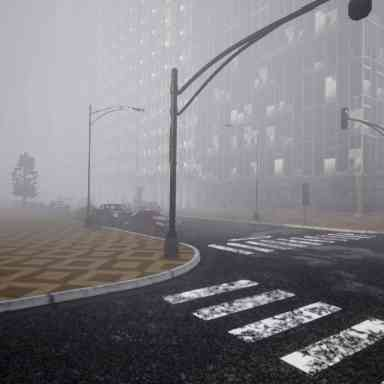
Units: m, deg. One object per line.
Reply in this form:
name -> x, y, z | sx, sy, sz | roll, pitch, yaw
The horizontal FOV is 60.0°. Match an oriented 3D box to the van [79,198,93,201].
van -> -18.154, 1.953, 56.792 | 1.690, 1.788, 3.998 | 1, -1, -35

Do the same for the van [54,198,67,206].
van -> -27.921, 2.117, 70.767 | 1.690, 1.788, 3.998 | 1, -1, -35

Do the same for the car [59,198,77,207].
car -> -24.666, 2.036, 66.109 | 2.192, 1.841, 5.009 | 1, -1, -35

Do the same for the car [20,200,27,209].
car -> -25.023, 2.029, 51.990 | 1.947, 1.339, 4.313 | 1, -1, -35

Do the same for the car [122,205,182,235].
car -> -2.232, 1.662, 19.382 | 1.802, 1.307, 4.206 | 1, -1, -35

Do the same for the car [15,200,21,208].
car -> -28.278, 2.062, 56.649 | 1.887, 1.381, 4.507 | 1, -1, -35

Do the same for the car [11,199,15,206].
car -> -31.535, 2.123, 61.307 | 2.008, 1.369, 4.403 | 1, -1, -35

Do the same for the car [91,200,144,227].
car -> -5.487, 1.575, 24.042 | 1.967, 1.590, 4.097 | 1, -1, -35

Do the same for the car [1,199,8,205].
car -> -41.302, 2.287, 75.282 | 2.008, 1.369, 4.403 | 1, -1, -35

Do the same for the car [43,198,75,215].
car -> -15.255, 1.739, 38.017 | 1.967, 1.590, 4.097 | 1, -1, -35

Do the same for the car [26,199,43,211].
car -> -21.767, 1.959, 47.332 | 2.008, 1.369, 4.403 | 1, -1, -35

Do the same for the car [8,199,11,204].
car -> -34.791, 2.209, 65.965 | 1.802, 1.307, 4.206 | 1, -1, -35

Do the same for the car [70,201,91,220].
car -> -8.646, 1.713, 28.560 | 1.752, 1.417, 4.829 | 1, -1, -35

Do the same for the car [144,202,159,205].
car -> -5.130, 1.833, 38.158 | 1.967, 1.590, 4.097 | 1, -1, -35

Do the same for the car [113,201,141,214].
car -> -8.483, 1.974, 42.954 | 1.752, 1.417, 4.829 | 1, -1, -35
